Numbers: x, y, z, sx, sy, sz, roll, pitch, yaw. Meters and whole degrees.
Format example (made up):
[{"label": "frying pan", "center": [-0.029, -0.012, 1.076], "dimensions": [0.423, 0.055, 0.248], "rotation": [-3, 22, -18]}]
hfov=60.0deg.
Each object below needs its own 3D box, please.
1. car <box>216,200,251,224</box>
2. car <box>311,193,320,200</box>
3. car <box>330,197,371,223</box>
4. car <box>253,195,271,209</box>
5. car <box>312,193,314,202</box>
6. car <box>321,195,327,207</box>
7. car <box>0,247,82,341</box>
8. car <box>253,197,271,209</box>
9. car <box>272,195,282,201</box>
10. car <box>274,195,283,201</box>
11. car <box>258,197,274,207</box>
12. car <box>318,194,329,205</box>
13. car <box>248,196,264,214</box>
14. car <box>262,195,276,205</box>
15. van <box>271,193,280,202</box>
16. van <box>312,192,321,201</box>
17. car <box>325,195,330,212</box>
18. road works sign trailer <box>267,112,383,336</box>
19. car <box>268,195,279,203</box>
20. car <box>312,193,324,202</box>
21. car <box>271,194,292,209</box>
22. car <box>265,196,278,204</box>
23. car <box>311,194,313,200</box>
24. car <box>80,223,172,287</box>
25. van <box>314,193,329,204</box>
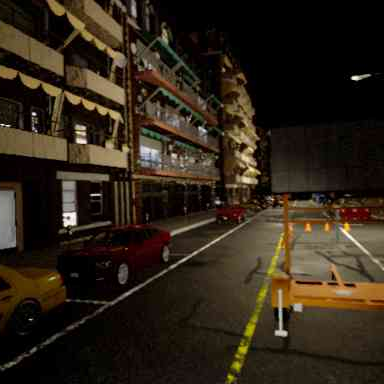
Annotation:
[{"label": "car", "center": [3.048, 1.599, 25.652], "dimensions": [1.887, 1.381, 4.507], "rotation": [-2, 0, 18]}, {"label": "car", "center": [28.069, 1.073, 75.822], "dimensions": [1.752, 1.417, 4.829], "rotation": [-3, -1, 18]}, {"label": "car", "center": [11.012, 1.202, 23.075], "dimensions": [1.967, 1.590, 4.097], "rotation": [-2, -1, 18]}, {"label": "car", "center": [8.138, 1.298, 41.430], "dimensions": [2.192, 1.841, 5.009], "rotation": [-2, -1, 18]}, {"label": "car", "center": [21.268, 1.149, 54.787], "dimensions": [1.752, 1.417, 4.829], "rotation": [-3, -1, 18]}, {"label": "car", "center": [14.418, 1.295, 33.592], "dimensions": [1.802, 1.307, 4.206], "rotation": [-2, -1, 18]}, {"label": "car", "center": [-3.805, 1.685, 4.456], "dimensions": [1.752, 1.417, 4.829], "rotation": [-2, 0, 18]}, {"label": "car", "center": [9.849, 1.511, 46.687], "dimensions": [2.008, 1.369, 4.403], "rotation": [-2, -1, 18]}, {"label": "car", "center": [20.051, 1.423, 78.237], "dimensions": [1.802, 1.307, 4.206], "rotation": [-3, -1, 18]}, {"label": "car", "center": [21.751, 1.405, 83.495], "dimensions": [1.802, 1.307, 4.206], "rotation": [-3, -1, 18]}, {"label": "car", "center": [11.549, 1.489, 51.946], "dimensions": [2.008, 1.369, 4.403], "rotation": [-2, -1, 18]}, {"label": "car", "center": [16.117, 1.272, 38.850], "dimensions": [1.802, 1.307, 4.206], "rotation": [-3, -1, 18]}, {"label": "car", "center": [6.395, 1.533, 36.009], "dimensions": [1.752, 1.417, 4.829], "rotation": [-2, -1, 18]}, {"label": "car", "center": [13.244, 1.358, 57.204], "dimensions": [1.967, 1.590, 4.097], "rotation": [-2, -1, 18]}, {"label": "van", "center": [18.341, 1.200, 72.982], "dimensions": [1.690, 1.788, 3.998], "rotation": [-3, -1, 18]}, {"label": "van", "center": [26.310, 0.907, 70.404], "dimensions": [1.690, 1.788, 3.998], "rotation": [-3, -1, 18]}, {"label": "car", "center": [12.768, 1.262, 28.495], "dimensions": [1.752, 1.417, 4.829], "rotation": [-2, -1, 18]}, {"label": "road works sign trailer", "center": [2.708, 0.407, 6.226], "dimensions": [2.380, 3.560, 2.880], "rotation": [-2, 0, 18]}, {"label": "car", "center": [16.649, 1.423, 67.721], "dimensions": [1.887, 1.381, 4.507], "rotation": [-3, -1, 18]}, {"label": "car", "center": [24.613, 1.025, 65.144], "dimensions": [1.967, 1.590, 4.097], "rotation": [-3, -1, 18]}, {"label": "car", "center": [11.463, 1.427, 43.106], "dimensions": [2.033, 1.411, 5.357], "rotation": [-2, 0, 18]}, {"label": "car", "center": [14.950, 1.463, 62.462], "dimensions": [1.947, 1.339, 4.313], "rotation": [-3, -1, 18]}, {"label": "car", "center": [22.918, 1.170, 59.884], "dimensions": [1.947, 1.339, 4.313], "rotation": [-3, -1, 18]}, {"label": "car", "center": [-2.053, 1.676, 9.876], "dimensions": [1.887, 1.381, 4.507], "rotation": [-2, 0, 18]}, {"label": "van", "center": [19.509, 0.987, 49.369], "dimensions": [1.690, 1.788, 3.998], "rotation": [-3, -1, 18]}]
